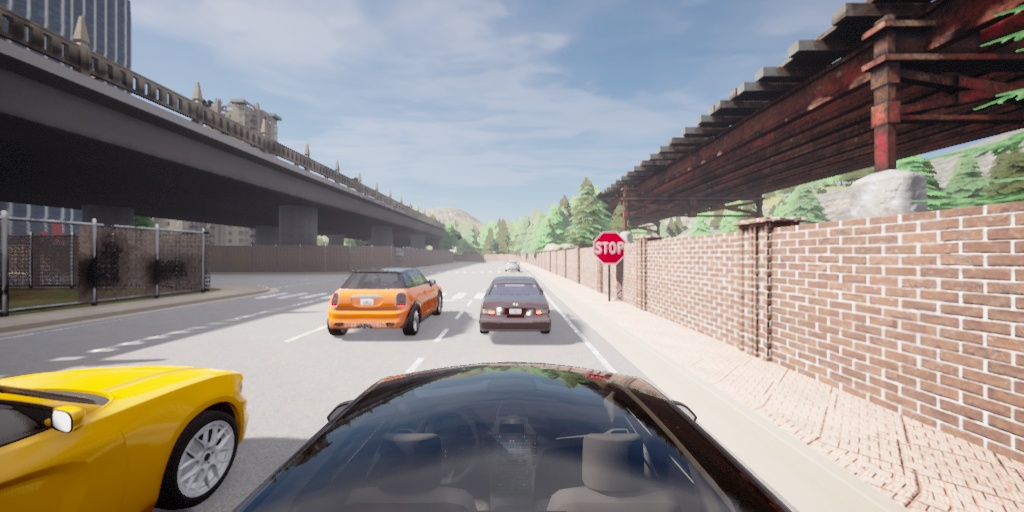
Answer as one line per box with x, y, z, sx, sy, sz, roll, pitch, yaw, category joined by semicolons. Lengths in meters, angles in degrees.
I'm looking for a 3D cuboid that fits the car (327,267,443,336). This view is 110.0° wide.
-3.427;1.101;10.576;2.097;1.767;4.553;0;0;0;car

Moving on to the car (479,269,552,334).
0.074;1.296;10.600;2.033;1.411;5.357;0;0;0;car

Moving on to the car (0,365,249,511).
-3.398;1.228;1.319;1.882;1.535;5.008;0;0;0;car

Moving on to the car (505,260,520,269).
0.064;1.269;45.475;1.812;1.442;4.674;0;0;-1;car
